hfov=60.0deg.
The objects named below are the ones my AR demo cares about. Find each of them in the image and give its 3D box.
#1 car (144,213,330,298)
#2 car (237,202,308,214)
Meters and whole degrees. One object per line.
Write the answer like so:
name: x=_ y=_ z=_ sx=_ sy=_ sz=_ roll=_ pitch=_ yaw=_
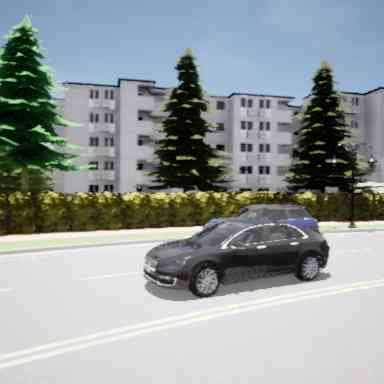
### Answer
car: x=1.237 y=1.451 z=8.316 sx=4.892 sy=1.490 sz=1.837 roll=0 pitch=0 yaw=-26
car: x=2.601 y=1.274 z=12.731 sx=4.553 sy=1.767 sz=2.097 roll=0 pitch=1 yaw=-22
